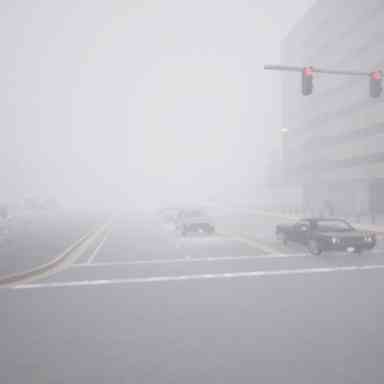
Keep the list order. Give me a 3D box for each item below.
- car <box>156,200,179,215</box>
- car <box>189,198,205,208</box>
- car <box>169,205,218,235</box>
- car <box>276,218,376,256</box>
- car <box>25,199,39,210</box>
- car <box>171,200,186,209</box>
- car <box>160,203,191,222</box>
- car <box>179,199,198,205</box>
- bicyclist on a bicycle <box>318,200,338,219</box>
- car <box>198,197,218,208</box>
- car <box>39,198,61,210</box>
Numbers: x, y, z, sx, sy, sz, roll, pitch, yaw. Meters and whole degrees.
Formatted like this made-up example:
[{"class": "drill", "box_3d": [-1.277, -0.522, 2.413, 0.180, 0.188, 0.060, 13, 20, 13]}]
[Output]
[{"class": "car", "box_3d": [-3.201, 1.823, 40.265, 2.097, 1.767, 4.553, -1, -1, -9]}, {"class": "car", "box_3d": [0.817, 1.968, 59.566, 2.097, 1.767, 4.553, -1, -1, -10]}, {"class": "car", "box_3d": [0.041, 1.791, 21.051, 2.033, 1.411, 5.357, -1, -1, -10]}, {"class": "car", "box_3d": [5.145, 1.712, 13.664, 1.895, 1.301, 4.718, 0, -1, -8]}, {"class": "car", "box_3d": [-26.409, 2.043, 55.379, 1.905, 1.878, 3.866, -1, -1, -9]}, {"class": "car", "box_3d": [-2.376, 2.123, 57.407, 2.128, 1.511, 4.902, -1, -1, -9]}, {"class": "car", "box_3d": [-1.562, 1.957, 30.525, 1.895, 1.301, 4.718, -1, -1, -10]}, {"class": "car", "box_3d": [-0.811, 2.000, 48.226, 1.882, 1.535, 5.008, -1, -1, -10]}, {"class": "bicyclist on a bicycle", "box_3d": [10.428, 1.469, 25.470, 1.656, 1.620, 0.582, -1, -1, -10]}, {"class": "car", "box_3d": [2.409, 1.726, 50.170, 2.150, 2.045, 5.566, -1, -1, -10]}, {"class": "car", "box_3d": [-23.545, 2.012, 55.799, 1.932, 1.855, 4.605, -1, -1, -9]}]
